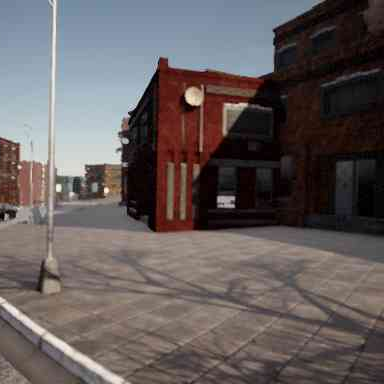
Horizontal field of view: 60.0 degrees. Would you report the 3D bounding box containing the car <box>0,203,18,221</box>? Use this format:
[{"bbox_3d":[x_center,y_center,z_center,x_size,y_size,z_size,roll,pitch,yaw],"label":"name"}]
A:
[{"bbox_3d":[-16.983,1.738,29.513,1.882,1.535,5.008,1,-1,-13],"label":"car"}]

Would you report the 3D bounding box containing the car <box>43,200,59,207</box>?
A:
[{"bbox_3d":[-27.285,2.193,64.385,1.895,1.301,4.718,1,-1,-11],"label":"car"}]
